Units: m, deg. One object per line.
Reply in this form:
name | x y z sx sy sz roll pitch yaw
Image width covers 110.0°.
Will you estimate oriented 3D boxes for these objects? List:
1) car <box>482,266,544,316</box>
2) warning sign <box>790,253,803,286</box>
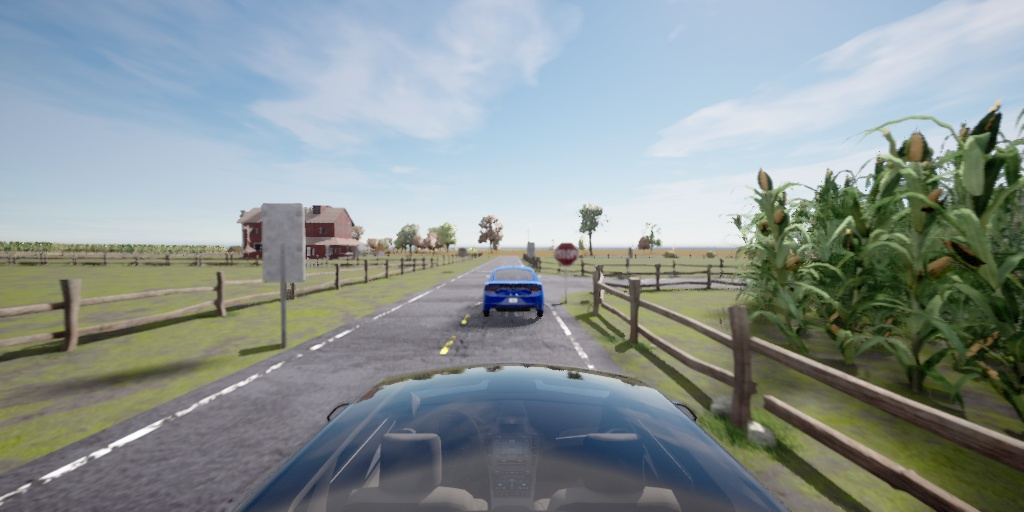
car | 0.061 1.079 12.668 1.882 1.535 5.008 0 1 1
warning sign | 15.896 0.724 20.207 1.060 1.860 1.300 0 0 0
